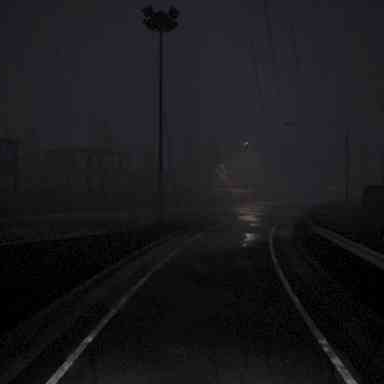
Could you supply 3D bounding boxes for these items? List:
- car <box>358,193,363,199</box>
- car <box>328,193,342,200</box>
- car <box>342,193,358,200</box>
[{"bbox_3d":[43.681,1.259,83.417,1.837,1.490,4.892,0,0,38],"label":"car"},{"bbox_3d":[38.133,1.209,87.686,1.882,1.535,5.008,0,0,38],"label":"car"},{"bbox_3d":[40.907,1.285,85.552,2.033,1.411,5.357,0,0,38],"label":"car"}]
